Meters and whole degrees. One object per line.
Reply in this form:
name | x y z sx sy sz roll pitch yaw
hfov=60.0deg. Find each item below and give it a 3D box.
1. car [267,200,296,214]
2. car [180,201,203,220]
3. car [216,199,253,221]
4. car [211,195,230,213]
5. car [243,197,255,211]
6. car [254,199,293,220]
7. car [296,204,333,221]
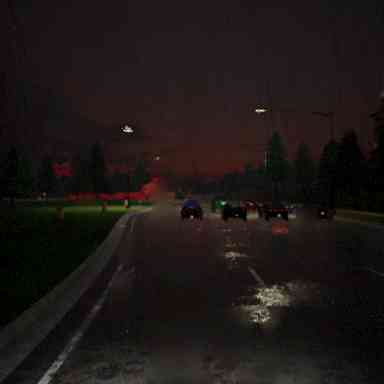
car | 10.495 1.714 39.569 2.033 1.411 5.357 0 0 0
car | -0.007 1.722 29.027 1.895 1.301 4.718 0 0 0
car | 3.492 1.611 28.373 2.128 1.511 4.902 0 0 0
car | 3.499 1.392 40.168 2.150 2.045 5.566 0 0 0
car | 7.012 1.524 41.239 2.097 1.767 4.553 0 0 0
car | 6.997 1.628 29.088 1.837 1.490 4.892 0 0 0
car | 10.491 1.685 28.720 1.994 1.385 4.181 0 0 0
